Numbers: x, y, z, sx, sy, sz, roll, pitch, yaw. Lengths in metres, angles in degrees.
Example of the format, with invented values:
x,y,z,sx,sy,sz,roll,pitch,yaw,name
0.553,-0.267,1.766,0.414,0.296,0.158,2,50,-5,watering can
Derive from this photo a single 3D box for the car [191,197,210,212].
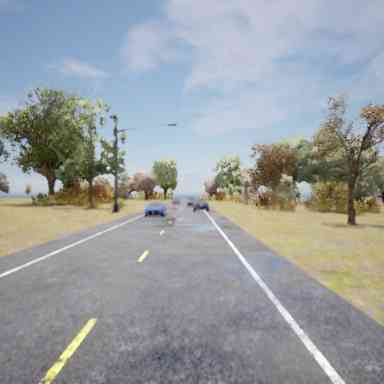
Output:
x,y,z,sx,sy,sz,roll,pitch,yaw,name
1.215,1.665,44.218,2.097,1.767,4.553,0,0,0,car

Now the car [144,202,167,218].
x,y,z,sx,sy,sz,roll,pitch,yaw,name
-3.600,1.706,33.497,1.882,1.535,5.008,0,0,0,car

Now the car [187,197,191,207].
x,y,z,sx,sy,sz,roll,pitch,yaw,name
-0.012,2.080,63.047,1.895,1.301,4.718,0,-1,0,car

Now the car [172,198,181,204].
x,y,z,sx,sy,sz,roll,pitch,yaw,name
-3.515,2.035,75.018,1.837,1.490,4.892,0,-1,0,car

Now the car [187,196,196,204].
x,y,z,sx,sy,sz,roll,pitch,yaw,name
-0.017,1.925,80.575,2.097,1.767,4.553,0,-1,0,car
